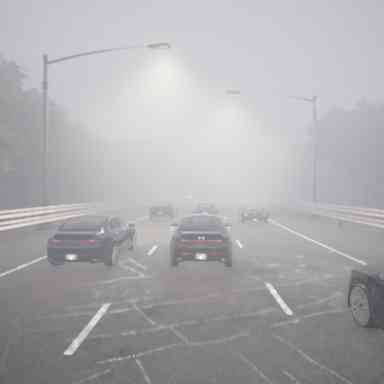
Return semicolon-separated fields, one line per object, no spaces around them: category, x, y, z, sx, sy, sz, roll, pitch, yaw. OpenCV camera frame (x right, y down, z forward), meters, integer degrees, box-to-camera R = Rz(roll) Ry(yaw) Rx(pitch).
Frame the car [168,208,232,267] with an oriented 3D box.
car;0.326;1.504;11.476;1.837;1.490;4.892;0;0;2

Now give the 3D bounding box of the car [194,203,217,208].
car;1.126;1.567;27.241;1.994;1.385;4.181;0;0;4

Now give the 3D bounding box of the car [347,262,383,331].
car;3.649;1.495;4.009;2.128;1.511;4.902;0;0;1

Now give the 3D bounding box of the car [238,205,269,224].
car;4.468;1.606;24.945;1.895;1.301;4.718;0;0;4

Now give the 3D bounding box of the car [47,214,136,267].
car;-3.181;1.501;11.373;1.837;1.490;4.892;0;0;2

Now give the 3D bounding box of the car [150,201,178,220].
car;-2.316;1.477;28.232;1.882;1.535;5.008;0;0;4
